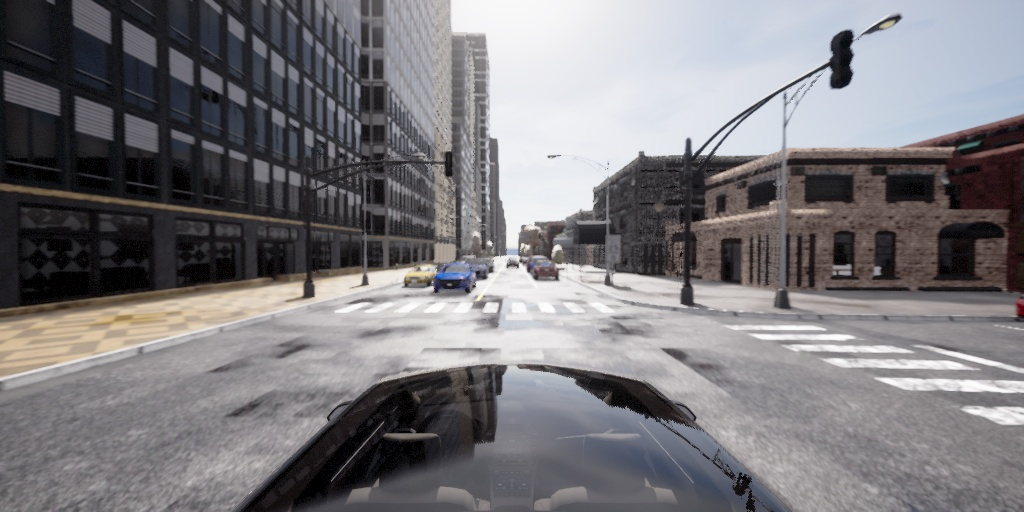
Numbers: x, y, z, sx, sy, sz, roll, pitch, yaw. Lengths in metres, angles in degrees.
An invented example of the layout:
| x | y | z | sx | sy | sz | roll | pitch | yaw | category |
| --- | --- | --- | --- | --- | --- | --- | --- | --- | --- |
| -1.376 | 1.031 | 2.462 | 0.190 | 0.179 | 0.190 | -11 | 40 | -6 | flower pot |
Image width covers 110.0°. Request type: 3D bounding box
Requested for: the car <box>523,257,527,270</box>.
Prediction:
| x | y | z | sx | sy | sz | roll | pitch | yaw | category |
| --- | --- | --- | --- | --- | --- | --- | --- | --- | --- |
| 2.692 | 0.885 | 40.810 | 2.192 | 1.841 | 5.009 | 0 | 0 | 0 | car |

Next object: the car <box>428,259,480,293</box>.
| x | y | z | sx | sy | sz | roll | pitch | yaw | category |
| --- | --- | --- | --- | --- | --- | --- | --- | --- | --- |
| -3.101 | 1.142 | 20.267 | 1.882 | 1.535 | 5.008 | 0 | 0 | 0 | car |

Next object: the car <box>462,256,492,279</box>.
| x | y | z | sx | sy | sz | roll | pitch | yaw | category |
| --- | --- | --- | --- | --- | --- | --- | --- | --- | --- |
| -3.095 | 0.971 | 30.180 | 2.097 | 1.767 | 4.553 | 0 | 0 | 0 | car |

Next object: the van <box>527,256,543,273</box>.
| x | y | z | sx | sy | sz | roll | pitch | yaw | category |
| --- | --- | --- | --- | --- | --- | --- | --- | --- | --- |
| 2.692 | 0.937 | 35.166 | 1.690 | 1.789 | 3.998 | 0 | 0 | 0 | van |

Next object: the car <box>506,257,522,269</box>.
| x | y | z | sx | sy | sz | roll | pitch | yaw | category |
| --- | --- | --- | --- | --- | --- | --- | --- | --- | --- |
| 0.109 | 1.120 | 52.003 | 1.895 | 1.301 | 4.718 | 0 | 0 | 0 | car |

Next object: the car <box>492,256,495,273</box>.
| x | y | z | sx | sy | sz | roll | pitch | yaw | category |
| --- | --- | --- | --- | --- | --- | --- | --- | --- | --- |
| -3.078 | 0.925 | 40.231 | 2.097 | 1.767 | 4.553 | 0 | 0 | 0 | car |

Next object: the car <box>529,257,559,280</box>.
| x | y | z | sx | sy | sz | roll | pitch | yaw | category |
| --- | --- | --- | --- | --- | --- | --- | --- | --- | --- |
| 2.691 | 1.062 | 29.522 | 1.967 | 1.591 | 4.097 | 0 | 0 | 0 | car |

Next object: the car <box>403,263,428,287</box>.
| x | y | z | sx | sy | sz | roll | pitch | yaw | category |
| --- | --- | --- | --- | --- | --- | --- | --- | --- | --- |
| -5.827 | 1.173 | 23.763 | 1.751 | 1.417 | 4.829 | 0 | 0 | 0 | car |

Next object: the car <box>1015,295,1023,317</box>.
| x | y | z | sx | sy | sz | roll | pitch | yaw | category |
| --- | --- | --- | --- | --- | --- | --- | --- | --- | --- |
| 16.518 | 1.138 | 9.239 | 5.009 | 1.841 | 2.192 | 0 | 0 | 1 | car |
